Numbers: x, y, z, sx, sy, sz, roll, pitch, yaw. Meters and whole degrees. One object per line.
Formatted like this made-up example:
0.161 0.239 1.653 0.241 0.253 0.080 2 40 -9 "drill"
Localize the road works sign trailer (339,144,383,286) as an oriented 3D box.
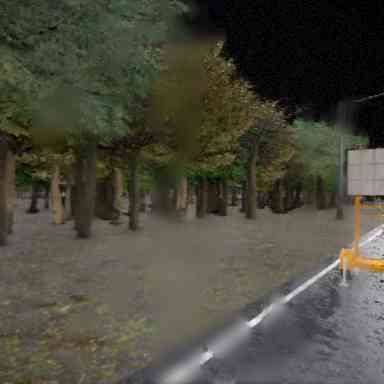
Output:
5.366 0.532 8.711 2.380 3.560 2.880 0 0 36 "road works sign trailer"
